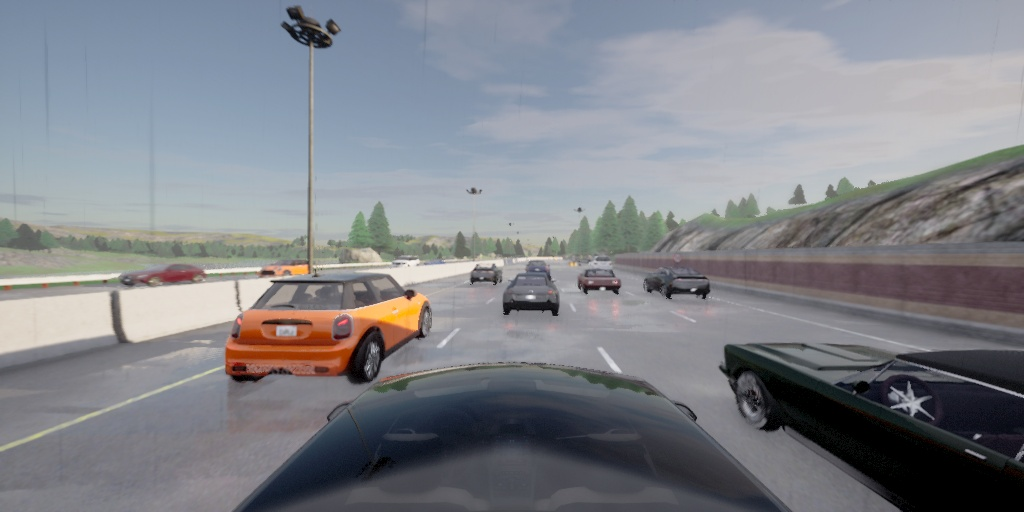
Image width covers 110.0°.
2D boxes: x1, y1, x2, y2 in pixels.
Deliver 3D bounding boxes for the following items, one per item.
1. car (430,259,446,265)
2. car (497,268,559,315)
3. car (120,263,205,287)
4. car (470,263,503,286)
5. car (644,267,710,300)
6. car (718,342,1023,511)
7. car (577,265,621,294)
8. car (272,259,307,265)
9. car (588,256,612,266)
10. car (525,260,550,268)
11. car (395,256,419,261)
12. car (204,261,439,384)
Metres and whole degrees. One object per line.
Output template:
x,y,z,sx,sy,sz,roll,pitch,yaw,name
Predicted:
-10.384,1.223,48.727,1.882,1.535,5.008,0,0,5,car
0.754,1.323,13.758,1.994,1.385,4.181,0,0,4,car
-23.189,1.216,24.127,1.812,1.442,4.674,0,0,5,car
-1.759,1.250,25.726,2.128,1.511,4.902,0,0,5,car
8.119,1.276,18.061,2.128,1.511,4.902,0,0,5,car
3.666,1.363,2.645,1.895,1.301,4.718,0,0,1,car
4.798,1.377,20.428,1.895,1.301,4.718,0,0,5,car
-19.105,1.059,30.523,2.097,1.767,4.553,0,0,5,car
10.181,1.026,41.636,2.150,2.045,5.566,0,0,5,car
2.199,1.126,30.799,2.097,1.767,4.553,0,0,5,car
-14.017,0.958,47.509,2.150,2.045,5.566,0,-1,5,car
-3.147,1.095,7.258,2.097,1.767,4.553,0,0,2,car
